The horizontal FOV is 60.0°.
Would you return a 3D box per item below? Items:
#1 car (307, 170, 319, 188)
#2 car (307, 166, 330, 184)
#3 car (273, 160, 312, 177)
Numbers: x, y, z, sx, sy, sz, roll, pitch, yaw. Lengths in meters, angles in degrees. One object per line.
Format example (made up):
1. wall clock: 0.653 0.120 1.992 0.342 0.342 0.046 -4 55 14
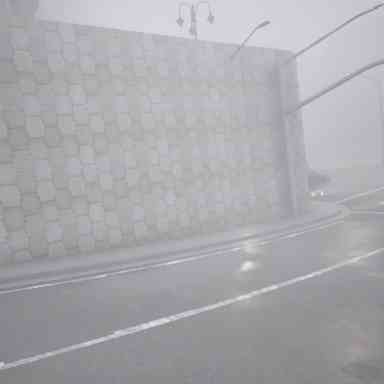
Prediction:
1. car: 8.039 -0.738 29.582 2.033 1.411 5.357 -11 7 -35
2. car: 10.708 -1.343 31.789 1.837 1.490 4.892 -11 6 -34
3. car: 13.756 -3.218 45.727 2.097 1.767 4.553 -11 7 -35
